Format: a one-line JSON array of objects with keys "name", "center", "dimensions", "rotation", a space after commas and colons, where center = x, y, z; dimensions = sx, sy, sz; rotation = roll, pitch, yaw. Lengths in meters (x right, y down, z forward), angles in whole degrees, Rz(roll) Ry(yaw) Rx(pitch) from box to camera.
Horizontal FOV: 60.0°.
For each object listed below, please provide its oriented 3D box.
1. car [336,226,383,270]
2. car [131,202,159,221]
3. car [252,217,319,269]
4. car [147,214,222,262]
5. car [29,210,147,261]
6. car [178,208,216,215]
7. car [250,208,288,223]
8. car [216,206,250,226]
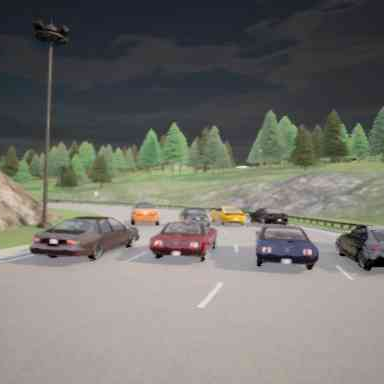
[{"name": "car", "center": [6.782, 1.941, 12.254], "dimensions": [1.994, 1.385, 4.181], "rotation": [2, -1, 9]}, {"name": "car", "center": [-3.808, 1.607, 26.602], "dimensions": [2.097, 1.767, 4.553], "rotation": [2, -1, -10]}, {"name": "car", "center": [3.281, 1.873, 12.332], "dimensions": [1.895, 1.301, 4.718], "rotation": [2, -1, 10]}, {"name": "car", "center": [-0.121, 1.781, 13.123], "dimensions": [1.895, 1.301, 4.718], "rotation": [2, -1, 10]}, {"name": "car", "center": [-3.727, 1.613, 12.664], "dimensions": [2.033, 1.411, 5.357], "rotation": [2, -1, 12]}, {"name": "car", "center": [0.073, 1.897, 24.866], "dimensions": [2.033, 1.411, 5.357], "rotation": [2, -1, -7]}, {"name": "car", "center": [6.442, 2.071, 28.658], "dimensions": [1.882, 1.535, 5.008], "rotation": [2, 0, -11]}, {"name": "car", "center": [2.936, 1.962, 28.397], "dimensions": [1.882, 1.535, 5.008], "rotation": [2, 0, -11]}]
